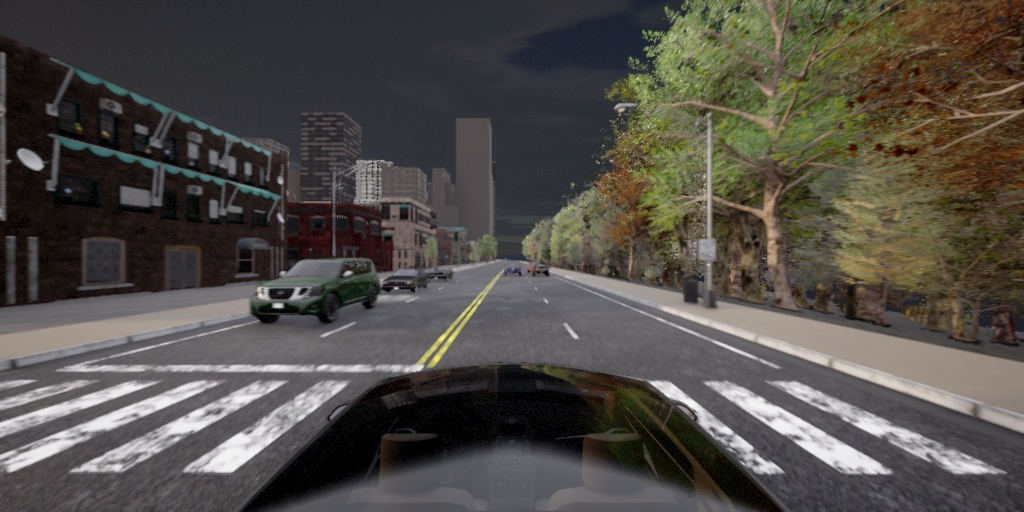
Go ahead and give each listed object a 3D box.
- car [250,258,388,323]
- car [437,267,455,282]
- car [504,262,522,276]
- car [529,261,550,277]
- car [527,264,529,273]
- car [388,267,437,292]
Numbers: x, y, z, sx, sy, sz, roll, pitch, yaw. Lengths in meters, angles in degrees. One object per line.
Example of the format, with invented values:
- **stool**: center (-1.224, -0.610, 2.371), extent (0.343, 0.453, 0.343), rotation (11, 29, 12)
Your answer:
- **car**: center (-6.602, 1.073, 12.885), extent (2.150, 2.045, 5.566), rotation (0, -1, 0)
- **car**: center (-6.596, 1.638, 33.397), extent (1.895, 1.301, 4.718), rotation (0, -1, 0)
- **car**: center (0.089, 1.479, 43.173), extent (2.097, 1.767, 4.553), rotation (0, -1, 0)
- **car**: center (3.341, 1.624, 42.374), extent (1.837, 1.490, 4.892), rotation (0, -1, 0)
- **car**: center (3.277, 1.562, 52.646), extent (2.097, 1.767, 4.553), rotation (0, -1, 0)
- **car**: center (-6.605, 1.492, 23.142), extent (2.033, 1.411, 5.357), rotation (0, -1, 0)
